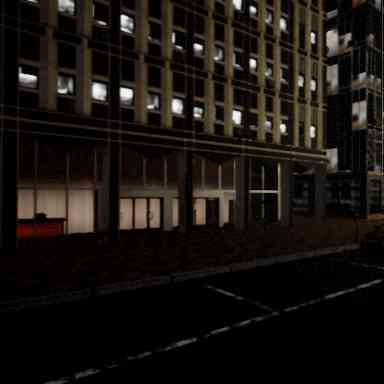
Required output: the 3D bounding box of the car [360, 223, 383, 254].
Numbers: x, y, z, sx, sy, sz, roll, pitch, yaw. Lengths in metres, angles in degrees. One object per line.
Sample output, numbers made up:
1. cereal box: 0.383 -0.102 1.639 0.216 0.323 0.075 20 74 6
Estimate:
1. car: 8.029 1.647 12.498 4.206 1.307 1.802 0 0 -36
